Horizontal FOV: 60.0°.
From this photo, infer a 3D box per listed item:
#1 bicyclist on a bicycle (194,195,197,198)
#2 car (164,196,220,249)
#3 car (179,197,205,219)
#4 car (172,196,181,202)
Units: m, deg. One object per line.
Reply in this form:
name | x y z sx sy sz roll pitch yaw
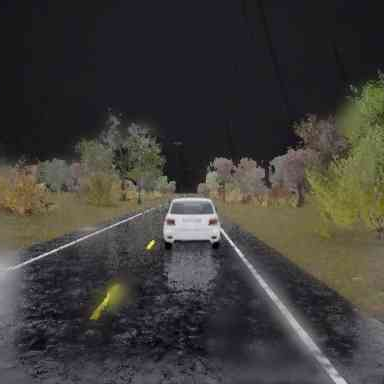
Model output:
bicyclist on a bicycle | 0.953 1.517 94.150 0.866 1.612 1.509 0 0 0
car | 0.000 1.257 14.681 2.150 2.045 5.566 0 0 0
car | 0.000 1.372 29.623 2.097 1.767 4.553 0 0 0
car | -3.499 1.568 75.959 1.994 1.385 4.181 0 0 0
